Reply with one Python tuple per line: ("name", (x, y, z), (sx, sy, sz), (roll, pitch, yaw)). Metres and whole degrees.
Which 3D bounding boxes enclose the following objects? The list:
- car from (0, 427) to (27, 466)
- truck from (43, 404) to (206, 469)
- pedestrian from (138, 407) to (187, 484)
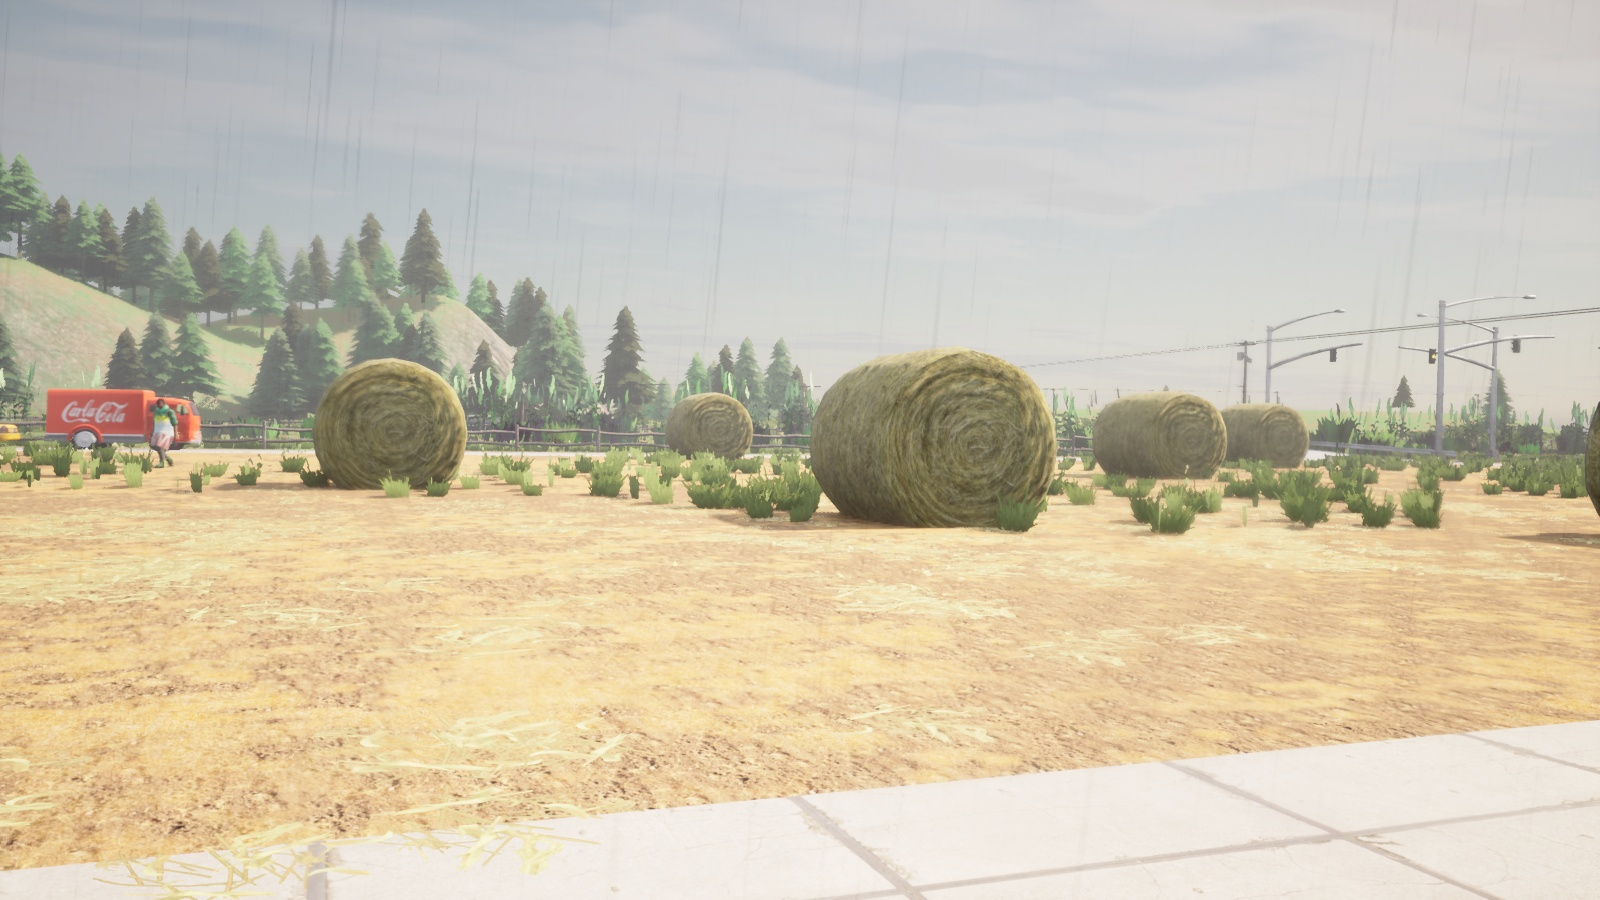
("car", (-34.553, -0.122, 50.748), (5.366, 1.575, 1.801), (-1, 1, -17))
("truck", (-26.503, -0.561, 49.521), (5.204, 2.467, 2.627), (-1, 1, -17))
("pedestrian", (-16.364, -0.123, 32.254), (0.659, 1.952, 0.873), (0, 1, 24))
